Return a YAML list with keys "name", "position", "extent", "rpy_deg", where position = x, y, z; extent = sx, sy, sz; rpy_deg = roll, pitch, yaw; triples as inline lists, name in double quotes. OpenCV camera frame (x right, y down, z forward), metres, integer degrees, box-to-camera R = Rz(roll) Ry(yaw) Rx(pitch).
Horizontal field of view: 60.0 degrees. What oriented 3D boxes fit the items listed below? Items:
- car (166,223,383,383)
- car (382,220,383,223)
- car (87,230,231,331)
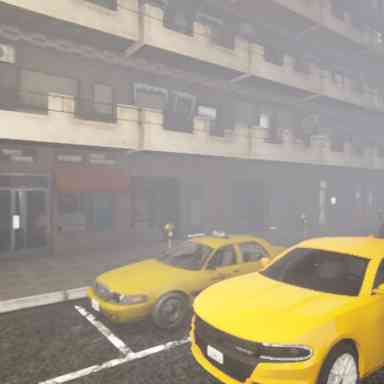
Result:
- name: "car"
  position: [2.284, 1.463, 4.998]
  extent: [5.008, 1.535, 1.882]
  rpy_deg: [0, 0, -35]
- name: "car"
  position: [9.545, 1.266, 13.359]
  extent: [5.009, 1.841, 2.192]
  rpy_deg: [0, 0, -35]
- name: "car"
  position: [0.385, 1.512, 6.831]
  extent: [4.829, 1.417, 1.752]
  rpy_deg: [0, 0, -35]
